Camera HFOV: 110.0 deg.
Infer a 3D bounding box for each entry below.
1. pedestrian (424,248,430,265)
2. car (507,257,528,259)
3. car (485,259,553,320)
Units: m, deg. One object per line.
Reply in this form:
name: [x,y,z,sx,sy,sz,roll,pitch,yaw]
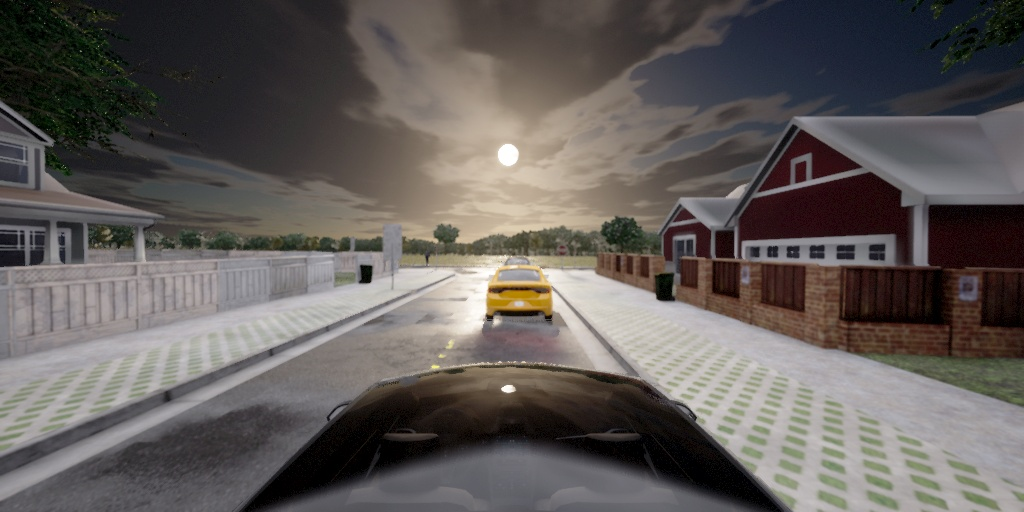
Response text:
pedestrian: [-9.216,0.052,39.000,0.375,1.860,0.375,0,0,0]
car: [0.356,0.800,22.680,1.882,1.535,5.008,0,1,1]
car: [0.222,1.022,11.682,1.882,1.535,5.008,0,1,1]
